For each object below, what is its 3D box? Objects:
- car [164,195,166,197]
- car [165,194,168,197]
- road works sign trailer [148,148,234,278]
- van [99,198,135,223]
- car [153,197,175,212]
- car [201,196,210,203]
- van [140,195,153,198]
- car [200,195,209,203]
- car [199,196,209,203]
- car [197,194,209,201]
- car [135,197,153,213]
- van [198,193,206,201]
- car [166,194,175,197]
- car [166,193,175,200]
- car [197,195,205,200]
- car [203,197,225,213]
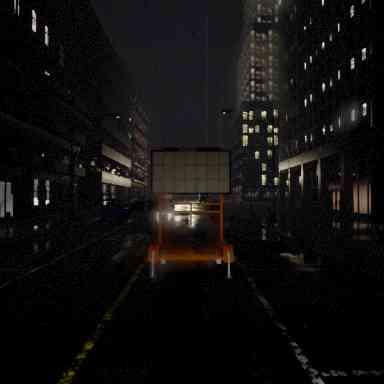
[{"bbox_3d":[-5.830,1.515,53.687,2.008,1.369,4.403,1,0,0],"label":"car"},{"bbox_3d":[-5.847,1.538,59.385,1.802,1.307,4.206,1,0,0],"label":"car"},{"bbox_3d":[-0.029,0.465,10.112,2.380,3.560,2.880,0,0,0],"label":"road works sign trailer"},{"bbox_3d":[-5.744,1.334,25.192,1.690,1.788,3.998,1,0,0],"label":"van"},{"bbox_3d":[-3.111,1.547,38.349,1.994,1.385,4.181,0,0,0],"label":"car"},{"bbox_3d":[2.583,1.530,42.197,2.008,1.369,4.403,1,0,0],"label":"car"},{"bbox_3d":[-5.793,1.320,42.290,1.690,1.788,3.998,1,0,0],"label":"van"},{"bbox_3d":[2.568,1.517,47.896,1.887,1.381,4.507,1,0,0],"label":"car"},{"bbox_3d":[2.502,1.487,70.688,2.008,1.369,4.403,1,0,0],"label":"car"},{"bbox_3d":[2.523,1.261,64.990,2.192,1.841,5.009,1,0,0],"label":"car"},{"bbox_3d":[-5.781,1.551,36.593,1.947,1.339,4.313,1,0,0],"label":"car"},{"bbox_3d":[2.483,1.257,82.084,1.690,1.788,3.998,1,0,0],"label":"van"},{"bbox_3d":[-5.907,1.231,82.181,2.192,1.841,5.009,1,0,0],"label":"car"},{"bbox_3d":[-5.939,1.207,93.577,2.192,1.841,5.009,1,0,0],"label":"car"},{"bbox_3d":[2.429,1.470,87.782,1.947,1.339,4.313,1,0,0],"label":"car"},{"bbox_3d":[2.600,1.536,36.500,2.008,1.369,4.403,1,0,0],"label":"car"}]
